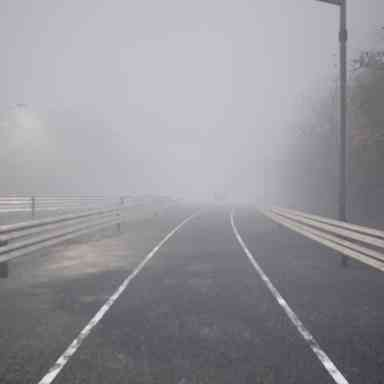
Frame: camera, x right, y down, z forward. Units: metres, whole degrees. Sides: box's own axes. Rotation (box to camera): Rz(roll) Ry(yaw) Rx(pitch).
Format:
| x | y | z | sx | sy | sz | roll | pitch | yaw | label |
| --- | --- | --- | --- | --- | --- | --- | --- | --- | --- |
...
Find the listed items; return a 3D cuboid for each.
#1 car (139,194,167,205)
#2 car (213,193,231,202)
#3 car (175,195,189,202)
| x | y | z | sx | sy | sz | roll | pitch | yaw | label |
| --- | --- | --- | --- | --- | --- | --- | --- | --- | --- |
| -5.332 | 1.051 | 48.761 | 2.097 | 1.767 | 4.553 | 0 | -1 | 23 | car |
| 6.578 | 1.290 | 77.094 | 2.150 | 2.045 | 5.566 | 0 | -1 | 23 | car |
| -2.196 | 1.491 | 74.266 | 1.812 | 1.442 | 4.674 | 0 | -1 | 23 | car |
